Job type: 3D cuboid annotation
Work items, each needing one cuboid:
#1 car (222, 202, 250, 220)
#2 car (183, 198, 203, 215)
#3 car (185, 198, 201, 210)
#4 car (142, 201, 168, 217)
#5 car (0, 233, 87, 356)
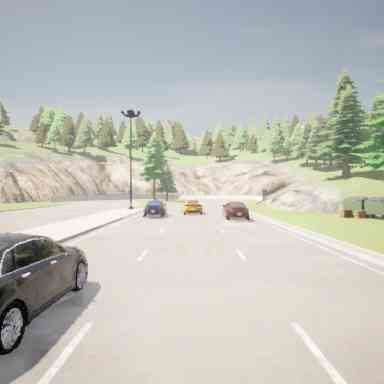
[{"bbox_3d":[3.600,1.525,27.571,1.812,1.442,4.674,0,0,0],"label":"car"},{"bbox_3d":[0.096,1.477,34.244,1.882,1.535,5.008,0,0,0],"label":"car"},{"bbox_3d":[0.133,1.546,44.095,2.033,1.411,5.357,0,0,1],"label":"car"},{"bbox_3d":[-3.400,1.525,31.221,1.812,1.442,4.674,0,0,0],"label":"car"},{"bbox_3d":[-3.402,1.504,6.032,1.837,1.490,4.892,0,0,0],"label":"car"}]
